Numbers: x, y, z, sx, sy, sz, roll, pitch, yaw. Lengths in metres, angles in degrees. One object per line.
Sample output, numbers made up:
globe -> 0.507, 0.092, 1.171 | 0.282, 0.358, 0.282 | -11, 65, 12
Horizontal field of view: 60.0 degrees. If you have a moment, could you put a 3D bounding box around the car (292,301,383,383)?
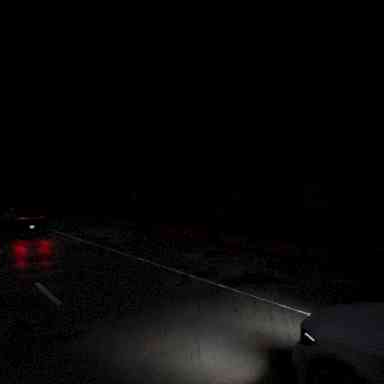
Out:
car -> 2.991, 1.533, 2.370 | 1.812, 1.442, 4.674 | 0, 0, -37

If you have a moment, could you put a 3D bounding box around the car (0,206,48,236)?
car -> -9.636, 1.557, 18.866 | 2.128, 1.511, 4.902 | 0, 0, -37
